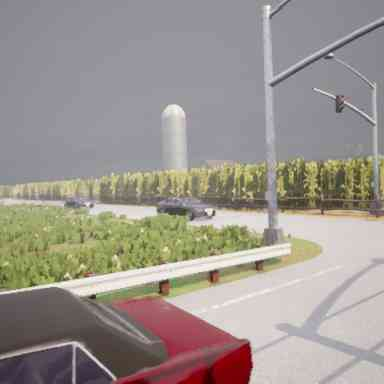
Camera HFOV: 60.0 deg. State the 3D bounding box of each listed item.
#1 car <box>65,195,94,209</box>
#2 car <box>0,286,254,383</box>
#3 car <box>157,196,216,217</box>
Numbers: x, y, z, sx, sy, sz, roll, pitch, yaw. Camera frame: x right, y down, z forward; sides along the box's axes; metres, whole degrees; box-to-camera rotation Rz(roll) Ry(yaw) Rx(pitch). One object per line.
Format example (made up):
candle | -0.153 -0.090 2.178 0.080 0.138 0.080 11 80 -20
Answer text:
car | -12.362 1.130 36.312 2.128 1.511 4.902 -4 2 -40
car | -1.820 1.617 2.541 4.718 1.301 1.895 0 0 -36
car | -0.506 1.060 22.357 2.128 1.511 4.902 -4 2 -40
